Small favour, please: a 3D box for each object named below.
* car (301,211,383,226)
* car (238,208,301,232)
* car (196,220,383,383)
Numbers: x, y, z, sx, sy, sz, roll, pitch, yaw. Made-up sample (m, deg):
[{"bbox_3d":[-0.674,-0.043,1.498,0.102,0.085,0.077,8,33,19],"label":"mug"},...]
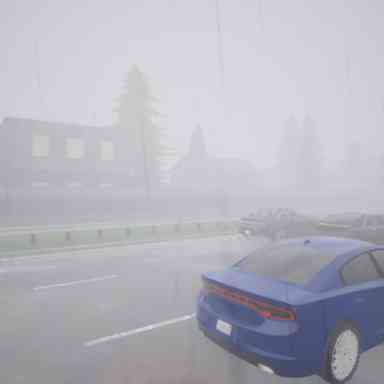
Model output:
[{"bbox_3d":[6.558,1.501,12.721,4.892,1.490,1.837,0,0,-35],"label":"car"},{"bbox_3d":[4.310,1.487,15.417,4.902,1.511,2.128,0,0,-35],"label":"car"},{"bbox_3d":[2.400,1.476,5.455,5.008,1.535,1.882,0,0,-35],"label":"car"}]
